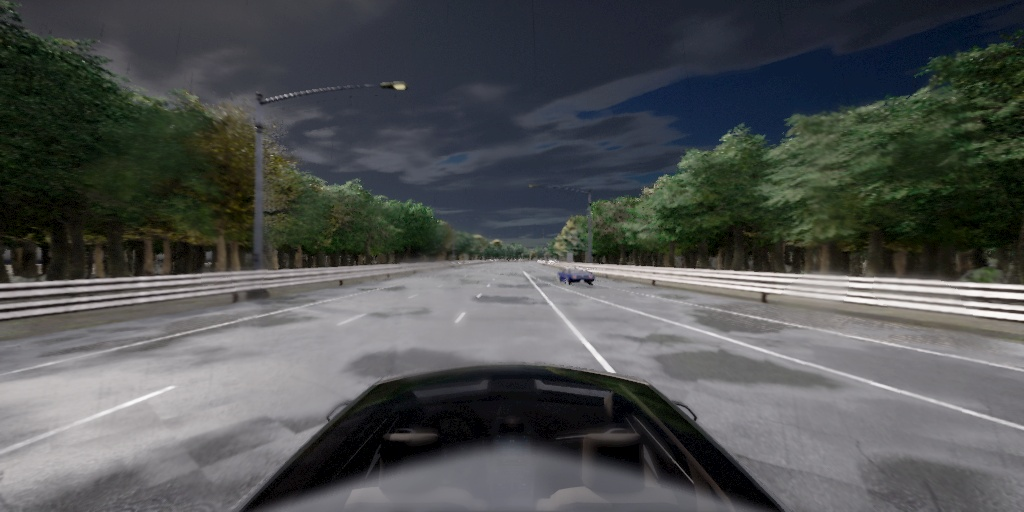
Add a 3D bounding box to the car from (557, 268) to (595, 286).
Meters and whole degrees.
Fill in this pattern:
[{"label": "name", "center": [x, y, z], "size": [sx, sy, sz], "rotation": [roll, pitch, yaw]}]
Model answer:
[{"label": "car", "center": [4.864, 1.561, 27.980], "size": [1.895, 1.301, 4.718], "rotation": [0, 0, -5]}]
